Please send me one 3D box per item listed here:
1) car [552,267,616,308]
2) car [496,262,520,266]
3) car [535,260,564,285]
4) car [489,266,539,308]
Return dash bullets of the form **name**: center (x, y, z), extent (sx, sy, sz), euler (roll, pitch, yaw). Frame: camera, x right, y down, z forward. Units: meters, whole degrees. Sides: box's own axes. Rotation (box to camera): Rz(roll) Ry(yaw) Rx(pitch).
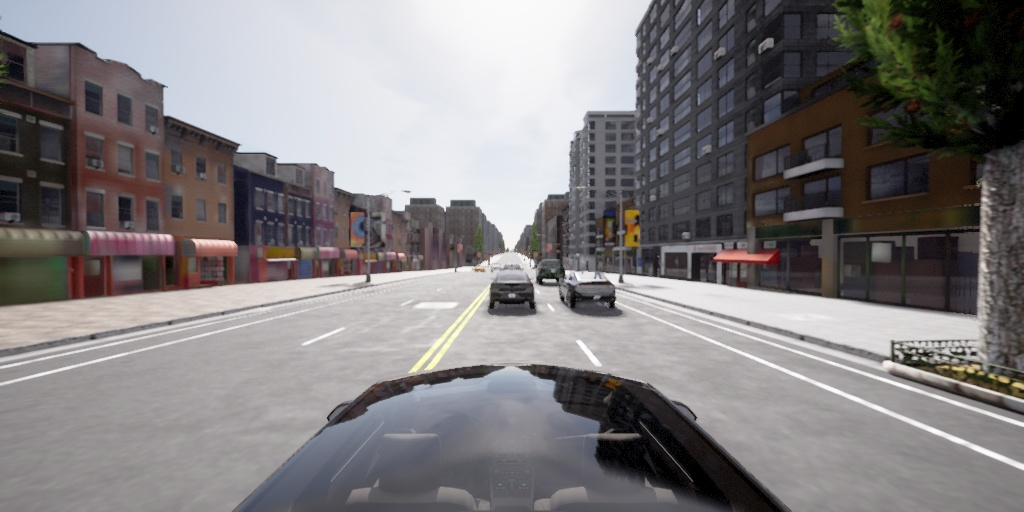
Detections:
- **car**: center (3.256, 1.412, 16.153), extent (2.128, 1.511, 4.902), euler (0, -1, 0)
- **car**: center (0.006, 1.460, 30.931), extent (2.097, 1.767, 4.553), euler (0, -1, 0)
- **car**: center (3.255, 1.326, 30.900), extent (2.150, 2.045, 5.566), euler (0, -1, 0)
- **car**: center (0.007, 1.399, 16.332), extent (1.882, 1.535, 5.008), euler (0, 0, 0)
